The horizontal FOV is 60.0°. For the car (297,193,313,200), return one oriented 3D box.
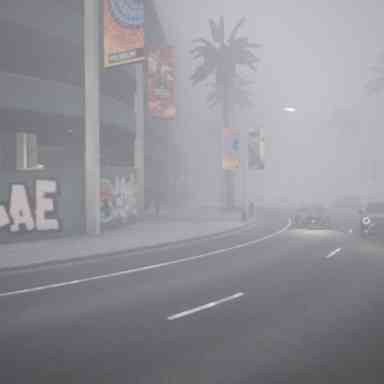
[{"bbox_3d":[27.863,0.970,83.310,2.185,1.767,4.553,0,0,5],"label":"car"}]

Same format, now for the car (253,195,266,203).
[{"bbox_3d":[12.485,1.334,61.957,1.994,1.385,4.181,0,0,5],"label":"car"}]

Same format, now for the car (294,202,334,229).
[{"bbox_3d":[7.547,1.465,20.807,1.994,1.385,4.181,0,0,20],"label":"car"}]

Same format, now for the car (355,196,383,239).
[{"bbox_3d":[9.303,1.251,16.240,2.097,1.767,4.553,0,0,25],"label":"car"}]

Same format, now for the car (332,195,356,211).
[{"bbox_3d":[17.696,1.143,38.234,2.097,1.767,4.553,0,0,5],"label":"car"}]

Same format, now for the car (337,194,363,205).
[{"bbox_3d":[25.523,1.181,54.029,2.231,1.521,4.892,0,0,5],"label":"car"}]

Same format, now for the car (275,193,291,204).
[{"bbox_3d":[15.626,1.361,57.462,1.895,1.301,4.718,0,0,5],"label":"car"}]
